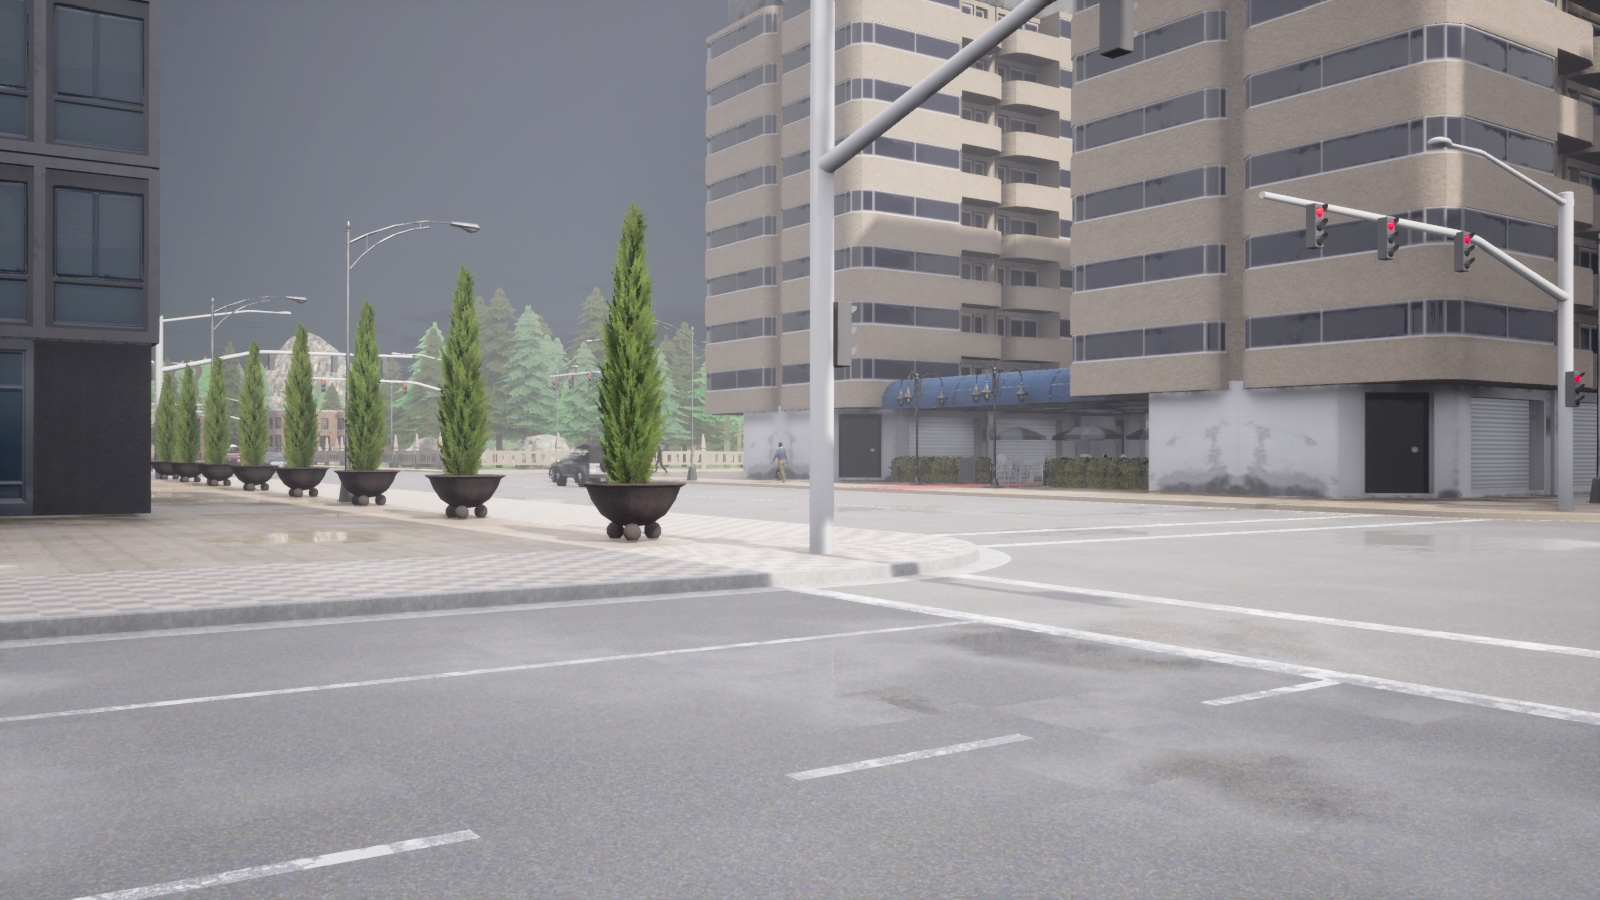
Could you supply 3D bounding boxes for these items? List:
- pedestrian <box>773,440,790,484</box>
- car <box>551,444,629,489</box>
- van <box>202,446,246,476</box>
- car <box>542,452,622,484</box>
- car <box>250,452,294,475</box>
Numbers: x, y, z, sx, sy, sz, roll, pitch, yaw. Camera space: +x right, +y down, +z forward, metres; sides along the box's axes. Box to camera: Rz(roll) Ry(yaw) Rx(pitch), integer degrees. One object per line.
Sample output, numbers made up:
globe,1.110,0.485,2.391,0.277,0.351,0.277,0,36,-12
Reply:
pedestrian,-0.823,0.538,55.818,0.423,1.949,0.788,0,0,-28
car,-9.168,0.694,54.563,1.905,1.878,3.866,0,0,-34
van,-40.309,0.769,87.841,2.069,2.038,4.480,0,0,-34
car,-11.100,0.880,63.618,2.128,1.511,4.902,0,0,-34
car,-38.355,0.979,91.189,2.033,1.649,4.856,0,0,-34
